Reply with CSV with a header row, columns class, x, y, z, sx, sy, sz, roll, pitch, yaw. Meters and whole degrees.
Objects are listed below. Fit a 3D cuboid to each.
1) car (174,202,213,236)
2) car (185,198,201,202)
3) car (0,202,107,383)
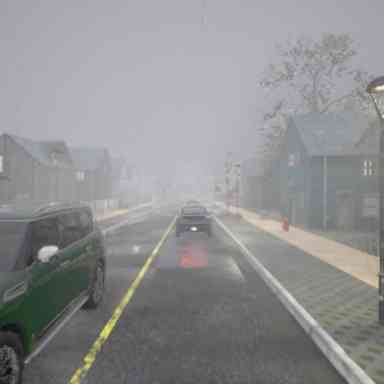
class,x,y,z,sx,sy,sz,roll,pitch,yaw
car,0.095,1.495,18.218,1.837,1.490,4.892,0,0,0
car,0.088,1.457,43.035,1.882,1.535,5.008,0,0,0
car,-2.851,1.219,4.867,2.150,2.045,5.566,0,0,0
